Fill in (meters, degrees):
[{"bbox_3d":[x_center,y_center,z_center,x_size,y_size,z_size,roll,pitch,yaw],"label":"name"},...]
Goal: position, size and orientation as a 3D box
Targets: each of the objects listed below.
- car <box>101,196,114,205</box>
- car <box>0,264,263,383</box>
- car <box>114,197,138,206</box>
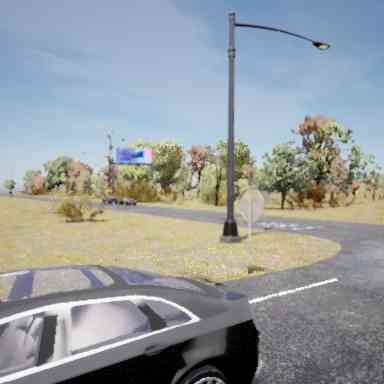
[{"bbox_3d":[-15.283,1.531,61.652,1.837,1.490,4.892,1,0,-34],"label":"car"},{"bbox_3d":[-1.553,1.494,2.774,4.902,1.511,2.128,0,0,-35],"label":"car"},{"bbox_3d":[-10.750,1.641,54.938,1.895,1.301,4.718,1,0,-33],"label":"car"}]
